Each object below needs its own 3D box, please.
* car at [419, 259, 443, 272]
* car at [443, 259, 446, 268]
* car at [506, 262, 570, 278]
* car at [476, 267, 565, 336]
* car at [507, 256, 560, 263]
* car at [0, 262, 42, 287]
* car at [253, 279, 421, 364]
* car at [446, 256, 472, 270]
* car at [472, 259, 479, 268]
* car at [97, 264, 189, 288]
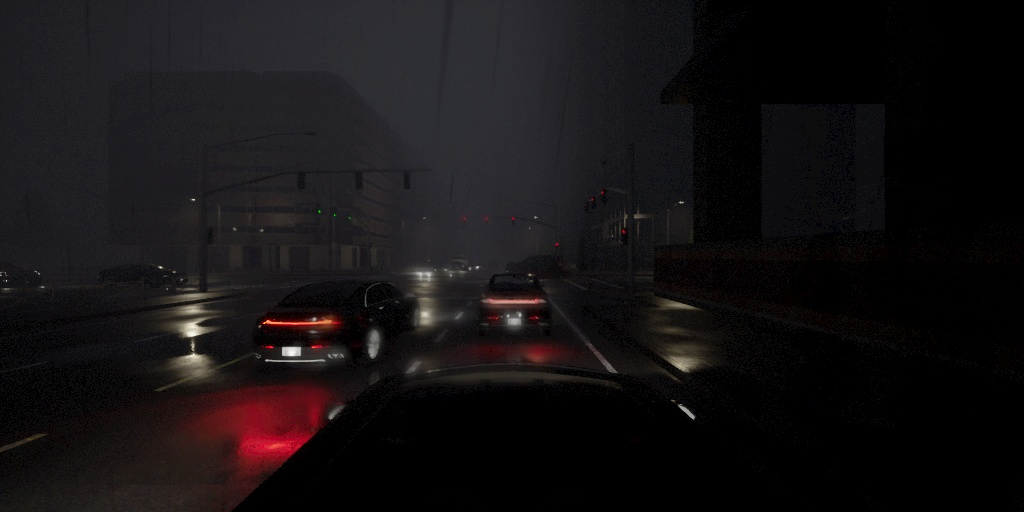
[{"bbox_3d":[-10.968,1.241,47.500,2.128,1.511,4.902,0,0,0],"label":"car"},{"bbox_3d":[-10.931,1.228,57.708,1.882,1.535,5.008,0,0,1],"label":"car"},{"bbox_3d":[2.192,1.380,29.331,4.718,1.301,1.895,0,0,-15],"label":"car"},{"bbox_3d":[0.060,1.242,10.381,2.128,1.511,4.902,0,0,0],"label":"car"},{"bbox_3d":[2.120,1.007,34.390,5.566,2.045,2.150,0,0,0],"label":"car"},{"bbox_3d":[-34.397,1.157,23.764,4.553,1.767,2.097,0,0,0],"label":"car"},{"bbox_3d":[-3.450,1.255,8.061,1.837,1.490,4.892,0,0,0],"label":"car"},{"bbox_3d":[-7.481,0.971,51.106,2.150,2.045,5.566,0,0,0],"label":"car"},{"bbox_3d":[-7.377,1.297,61.380,2.033,1.411,5.357,0,0,1],"label":"car"},{"bbox_3d":[-24.323,1.297,23.742,4.902,1.511,2.128,0,0,0],"label":"car"}]
